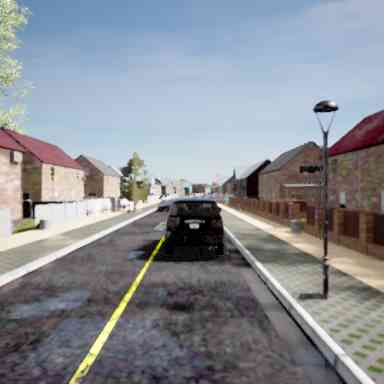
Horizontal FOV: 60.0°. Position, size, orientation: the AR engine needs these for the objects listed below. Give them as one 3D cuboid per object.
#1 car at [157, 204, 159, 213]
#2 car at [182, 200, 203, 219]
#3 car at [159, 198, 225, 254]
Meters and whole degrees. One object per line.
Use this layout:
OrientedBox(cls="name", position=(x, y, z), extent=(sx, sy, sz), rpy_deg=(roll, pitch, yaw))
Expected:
OrientedBox(cls="car", position=(-2.873, 1.575, 38.018), extent=(2.033, 1.411, 5.357), rpy_deg=(0, 0, 0))
OrientedBox(cls="car", position=(0.073, 1.549, 30.810), extent=(1.812, 1.442, 4.674), rpy_deg=(0, 0, 0))
OrientedBox(cls="car", position=(0.083, 1.233, 13.728), extent=(2.150, 2.045, 5.566), rpy_deg=(0, 0, 0))
